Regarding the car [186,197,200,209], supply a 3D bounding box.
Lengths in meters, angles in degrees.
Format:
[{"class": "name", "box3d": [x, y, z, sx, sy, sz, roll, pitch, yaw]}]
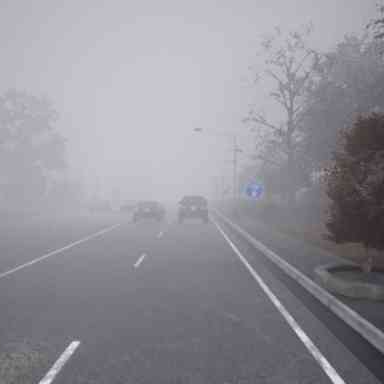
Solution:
[{"class": "car", "box3d": [0.100, 1.533, 48.273, 1.882, 1.535, 5.008, 0, 0, 0]}]

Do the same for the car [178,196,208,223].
[{"class": "car", "box3d": [0.108, 1.312, 26.323, 2.150, 2.045, 5.566, 0, 0, 0]}]

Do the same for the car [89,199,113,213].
[{"class": "car", "box3d": [-10.483, 1.588, 38.513, 1.837, 1.490, 4.892, 0, 0, 0]}]

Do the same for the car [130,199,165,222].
[{"class": "car", "box3d": [-3.393, 1.446, 27.057, 2.097, 1.767, 4.553, 0, 0, 0]}]

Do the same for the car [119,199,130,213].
[{"class": "car", "box3d": [-6.983, 1.546, 38.501, 2.033, 1.411, 5.357, 0, 0, 0]}]
